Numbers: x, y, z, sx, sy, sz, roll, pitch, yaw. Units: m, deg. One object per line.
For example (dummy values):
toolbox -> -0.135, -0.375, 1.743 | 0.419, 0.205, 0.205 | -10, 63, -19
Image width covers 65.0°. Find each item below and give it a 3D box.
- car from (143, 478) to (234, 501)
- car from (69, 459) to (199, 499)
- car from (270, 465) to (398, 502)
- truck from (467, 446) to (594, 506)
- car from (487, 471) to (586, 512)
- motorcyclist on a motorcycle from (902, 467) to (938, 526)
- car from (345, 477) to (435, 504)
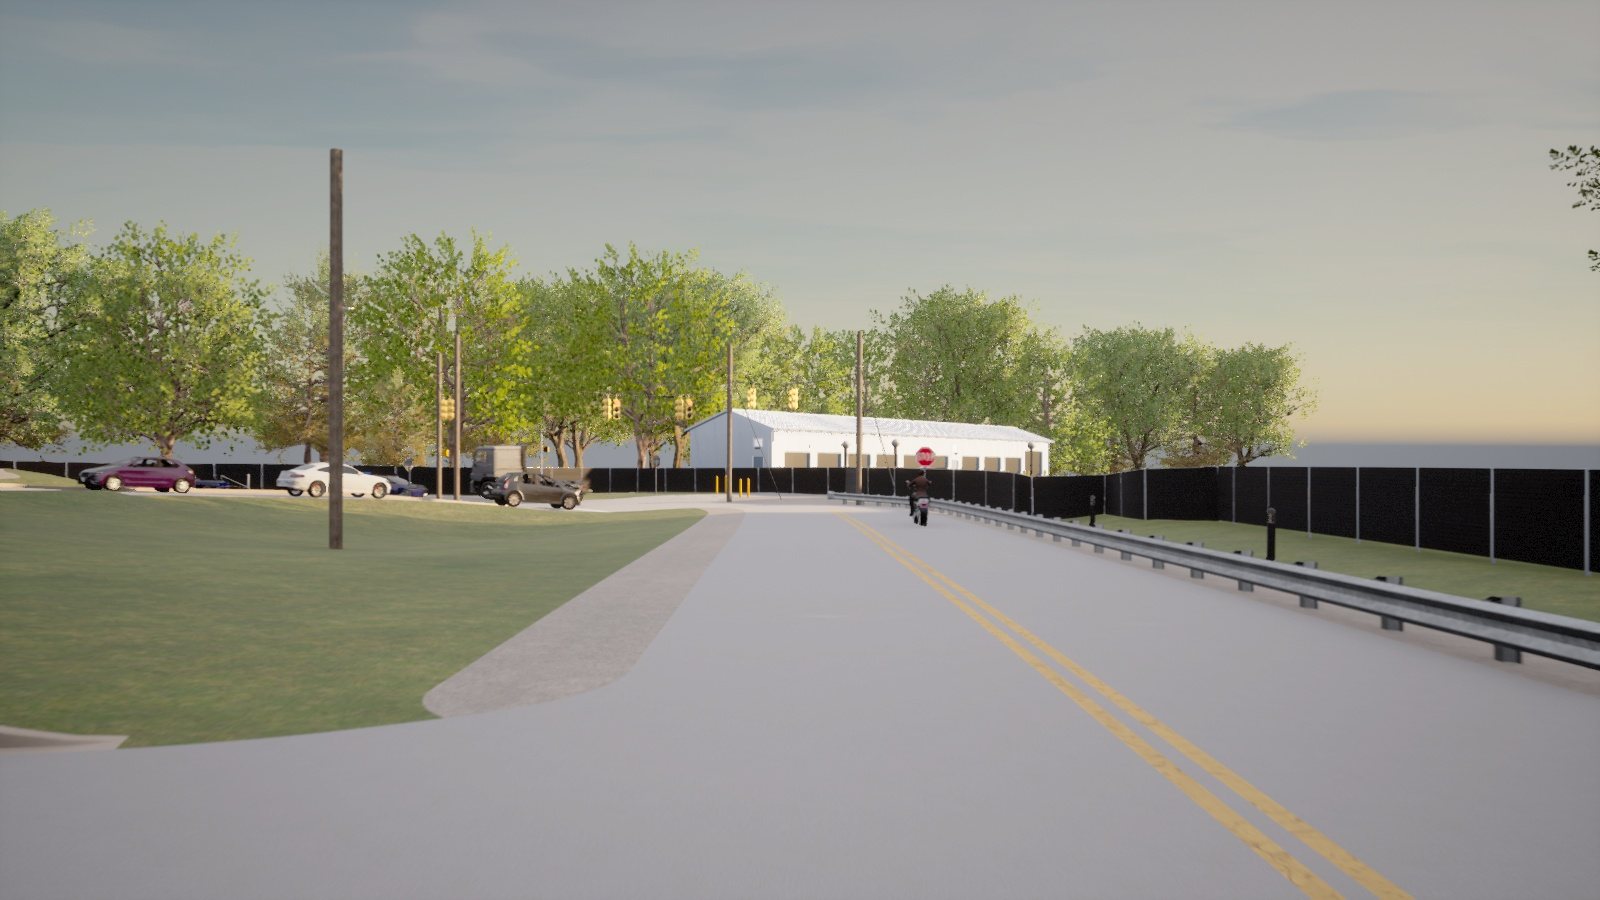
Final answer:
car -> -38.229, 2.474, 78.560 | 4.718, 1.301, 1.895 | 0, 0, -3
car -> -26.740, 1.182, 50.539 | 1.816, 1.474, 4.193 | 0, -3, 36
car -> -19.305, 1.415, 52.188 | 1.812, 1.442, 4.674 | 0, -2, 39
truck -> -16.818, 1.558, 78.100 | 7.936, 3.462, 2.891 | 1, 1, 33
car -> -12.157, 1.921, 58.108 | 3.988, 1.617, 1.851 | 5, -2, -33
motorcyclist on a motorcycle -> 3.470, 1.337, 36.456 | 0.766, 1.649, 2.350 | 0, -1, -1
car -> -25.257, 2.485, 77.454 | 4.792, 1.488, 2.163 | 1, 1, 10
